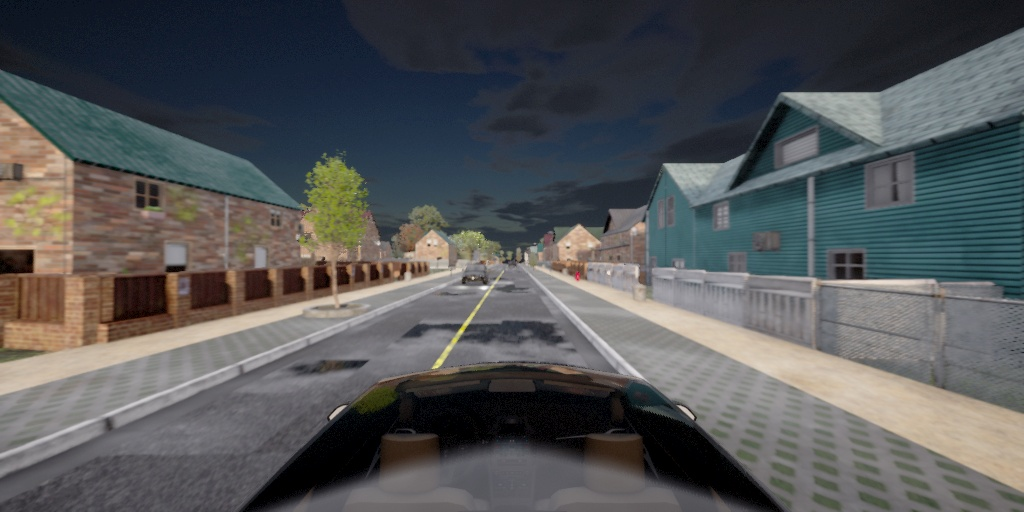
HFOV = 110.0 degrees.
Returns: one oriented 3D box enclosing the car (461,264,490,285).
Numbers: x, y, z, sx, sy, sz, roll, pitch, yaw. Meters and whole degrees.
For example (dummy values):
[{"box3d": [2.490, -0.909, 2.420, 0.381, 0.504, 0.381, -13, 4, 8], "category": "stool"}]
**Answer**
[{"box3d": [-2.715, 1.357, 27.566, 1.837, 1.490, 4.892, 0, -1, 0], "category": "car"}]
